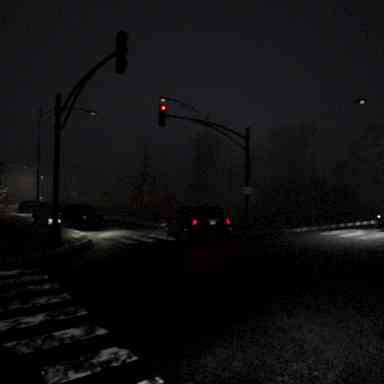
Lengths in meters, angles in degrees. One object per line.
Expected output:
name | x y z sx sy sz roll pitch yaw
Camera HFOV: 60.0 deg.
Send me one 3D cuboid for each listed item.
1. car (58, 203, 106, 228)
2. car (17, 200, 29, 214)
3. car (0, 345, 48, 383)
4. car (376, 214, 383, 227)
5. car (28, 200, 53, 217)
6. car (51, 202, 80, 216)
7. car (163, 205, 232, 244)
car | -7.482 1.544 22.621 1.882 1.535 5.008 2 -1 -36
car | -19.032 1.711 38.812 1.812 1.442 4.674 2 -1 -34
car | -3.096 1.491 1.230 4.902 1.511 2.128 0 0 -35
car | 13.928 1.629 21.586 4.718 1.301 1.895 0 0 -35
car | -13.275 1.687 30.578 1.994 1.385 4.181 2 -1 -37
car | -14.073 1.839 36.781 1.895 1.301 4.718 2 -1 -35
car | 0.101 1.391 16.301 2.097 1.767 4.553 1 -1 -22
